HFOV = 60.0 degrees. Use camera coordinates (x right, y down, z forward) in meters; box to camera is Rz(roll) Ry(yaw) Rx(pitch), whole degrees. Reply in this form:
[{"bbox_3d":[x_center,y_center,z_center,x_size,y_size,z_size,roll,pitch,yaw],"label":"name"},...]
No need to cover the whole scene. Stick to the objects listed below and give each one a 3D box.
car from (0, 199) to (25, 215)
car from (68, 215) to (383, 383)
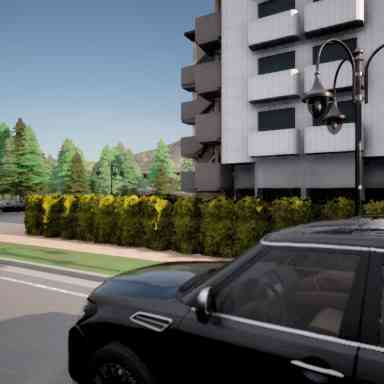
[{"bbox_3d":[-18.242,1.491,33.496,2.128,1.511,4.902,0,0,33],"label":"car"},{"bbox_3d":[1.393,1.223,2.710,5.566,2.045,2.150,0,0,35],"label":"car"}]
